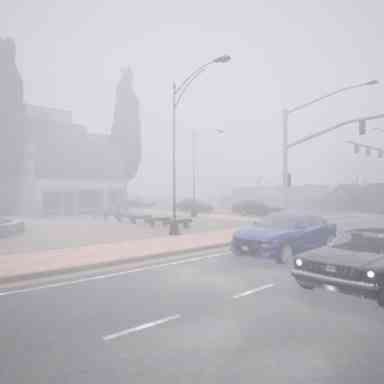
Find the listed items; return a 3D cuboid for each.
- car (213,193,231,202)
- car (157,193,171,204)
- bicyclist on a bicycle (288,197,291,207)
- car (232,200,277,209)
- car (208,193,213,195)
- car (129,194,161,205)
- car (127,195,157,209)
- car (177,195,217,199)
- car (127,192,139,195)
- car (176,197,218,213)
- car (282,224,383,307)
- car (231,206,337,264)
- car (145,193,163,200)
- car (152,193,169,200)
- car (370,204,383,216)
[{"bbox_3d":[6.855,1.395,69.078,3.806,1.475,1.970,0,0,-42],"label":"car"},{"bbox_3d":[-5.945,1.477,61.224,1.882,1.535,5.008,0,0,-40],"label":"car"},{"bbox_3d":[12.889,1.261,44.859,1.656,1.620,0.582,-7,4,-40],"label":"bicyclist on a bicycle"},{"bbox_3d":[6.328,1.478,30.280,1.882,1.535,5.008,0,0,-40],"label":"car"},{"bbox_3d":[4.935,1.156,71.245,3.866,1.878,1.905,0,0,-42],"label":"car"},{"bbox_3d":[-7.425,1.477,51.945,1.882,1.535,5.008,0,0,-40],"label":"car"},{"bbox_3d":[-7.554,1.547,46.663,2.033,1.411,5.357,0,0,-40],"label":"car"},{"bbox_3d":[0.446,1.490,42.634,2.128,1.511,4.902,0,0,-40],"label":"car"},{"bbox_3d":[-12.615,1.098,69.015,2.150,2.045,5.566,0,0,-40],"label":"car"},{"bbox_3d":[0.288,1.601,37.405,1.895,1.301,4.718,0,0,-40],"label":"car"},{"bbox_3d":[4.375,1.601,8.114,4.718,1.301,1.895,0,0,-43],"label":"car"},{"bbox_3d":[3.471,1.477,12.044,5.008,1.535,1.882,0,0,-43],"label":"car"},{"bbox_3d":[-10.050,1.153,88.053,4.605,1.855,1.932,0,0,-42],"label":"car"},{"bbox_3d":[-8.163,1.156,85.858,3.866,1.878,1.905,0,0,-42],"label":"car"},{"bbox_3d":[19.681,1.564,32.412,4.181,1.385,1.994,0,0,13],"label":"car"}]
